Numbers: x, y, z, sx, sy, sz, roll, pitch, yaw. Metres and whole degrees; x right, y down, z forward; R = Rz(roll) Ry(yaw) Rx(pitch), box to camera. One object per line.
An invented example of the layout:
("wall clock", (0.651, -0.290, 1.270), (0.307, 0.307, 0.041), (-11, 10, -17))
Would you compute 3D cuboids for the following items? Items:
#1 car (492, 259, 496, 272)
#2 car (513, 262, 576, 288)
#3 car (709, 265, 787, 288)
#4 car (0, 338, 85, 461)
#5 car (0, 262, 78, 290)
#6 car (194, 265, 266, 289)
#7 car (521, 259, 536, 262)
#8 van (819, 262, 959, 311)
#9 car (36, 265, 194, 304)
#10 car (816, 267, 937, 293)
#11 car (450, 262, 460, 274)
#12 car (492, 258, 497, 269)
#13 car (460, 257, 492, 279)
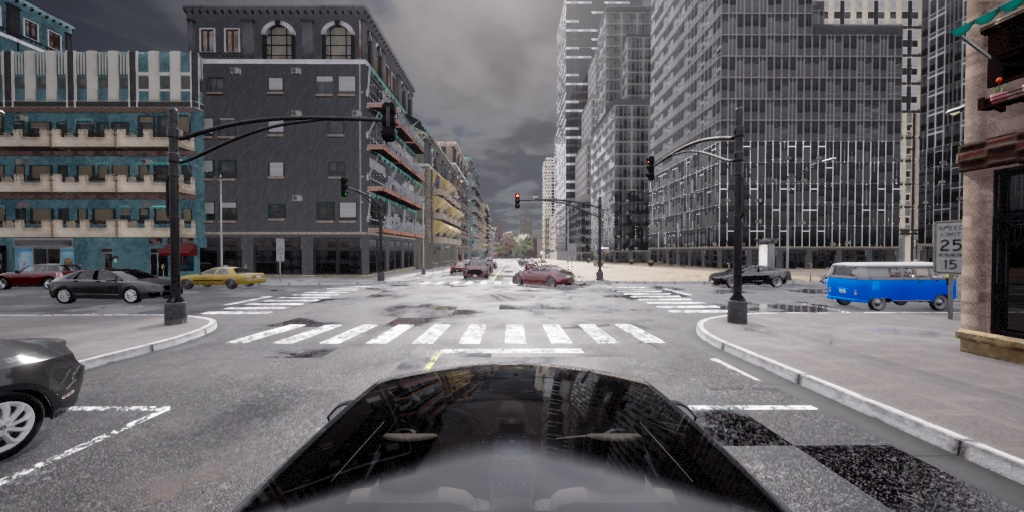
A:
("car", (-3.225, 1.345, 42.756), (1.895, 1.301, 4.718), (0, 0, 0))
("car", (2.034, 1.274, 23.249), (1.994, 1.385, 4.181), (-1, -1, -45))
("car", (14.613, 1.215, 22.290), (4.313, 1.339, 1.948), (0, 0, 0))
("car", (-5.690, 1.300, 2.190), (2.007, 1.370, 4.403), (0, 0, 0))
("car", (-28.843, 1.189, 22.082), (4.097, 1.591, 1.967), (0, 0, 0))
("car", (-17.945, 1.246, 22.134), (4.829, 1.417, 1.751), (0, 0, 0))
("car", (2.519, 1.289, 45.989), (1.888, 1.381, 4.507), (0, 0, 0))
("van", (14.653, 1.117, 13.910), (3.998, 1.789, 1.690), (0, 0, 0))
("car", (-17.901, 1.314, 16.331), (4.892, 1.490, 1.837), (0, 1, 0))
("car", (19.884, 1.279, 19.715), (4.718, 1.301, 1.895), (0, 1, 0))
("car", (-5.811, 1.289, 40.256), (1.888, 1.381, 4.507), (0, 0, 0))
("car", (-3.256, 1.346, 54.786), (1.895, 1.301, 4.718), (0, 0, 0))
("car", (-3.171, 1.097, 32.539), (2.097, 1.767, 4.553), (0, 0, -1))
